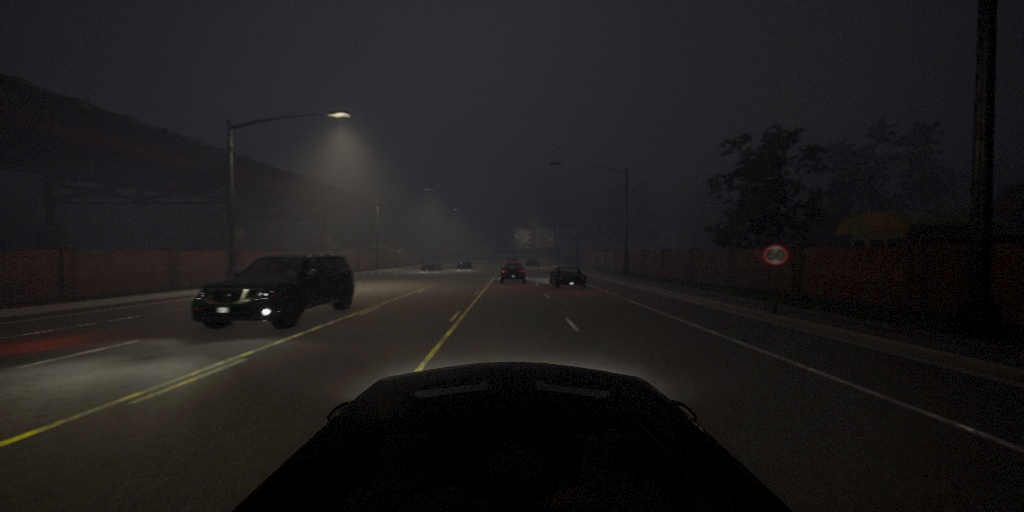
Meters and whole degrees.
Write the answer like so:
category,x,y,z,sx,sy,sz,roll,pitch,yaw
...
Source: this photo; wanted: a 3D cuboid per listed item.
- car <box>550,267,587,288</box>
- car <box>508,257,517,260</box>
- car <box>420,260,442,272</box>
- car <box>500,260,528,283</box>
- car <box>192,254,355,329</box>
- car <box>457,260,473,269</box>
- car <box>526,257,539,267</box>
category,x,y,z,sx,sy,sz,roll,pitch,yaw
car,3.589,1.353,23.773,1.895,1.301,4.718,0,0,0
car,0.073,1.051,57.130,2.097,1.767,4.553,0,1,0
car,-10.561,1.285,47.424,2.033,1.411,5.357,0,0,1
car,0.087,1.275,27.963,1.812,1.442,4.674,0,0,0
car,-7.103,0.964,11.573,2.150,2.045,5.566,0,0,0
car,-7.054,1.282,54.126,1.994,1.385,4.181,0,0,1
car,3.570,0.987,63.445,2.097,1.767,4.553,0,1,0
